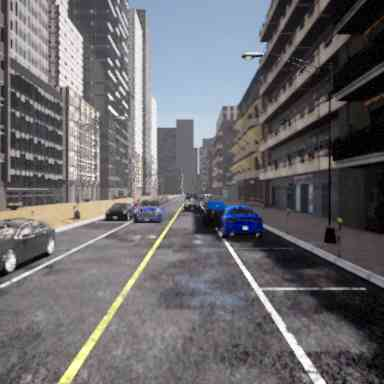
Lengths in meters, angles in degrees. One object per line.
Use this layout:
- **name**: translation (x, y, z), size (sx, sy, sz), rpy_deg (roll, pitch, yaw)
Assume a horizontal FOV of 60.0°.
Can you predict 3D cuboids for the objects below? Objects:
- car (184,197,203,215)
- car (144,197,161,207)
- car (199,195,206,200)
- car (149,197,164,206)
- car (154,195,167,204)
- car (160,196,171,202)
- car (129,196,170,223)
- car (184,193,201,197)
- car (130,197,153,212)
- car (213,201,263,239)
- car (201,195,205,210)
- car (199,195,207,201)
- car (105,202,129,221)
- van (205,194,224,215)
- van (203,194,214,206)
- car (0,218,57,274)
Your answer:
- **car**: translation (0.032, 1.538, 38.373), size (1.895, 1.301, 4.718), rpy_deg (0, 0, 1)
- **car**: translation (-5.700, 1.478, 48.962), size (2.008, 1.369, 4.403), rpy_deg (0, 0, 0)
- **car**: translation (2.675, 1.430, 87.793), size (1.752, 1.417, 4.829), rpy_deg (0, 0, 0)
- **car**: translation (-5.701, 1.473, 54.486), size (2.008, 1.369, 4.403), rpy_deg (0, 0, 0)
- **car**: translation (-5.702, 1.358, 60.009), size (1.967, 1.590, 4.097), rpy_deg (0, 0, 0)
- **car**: translation (-5.703, 1.476, 71.055), size (1.947, 1.339, 4.313), rpy_deg (0, 0, 0)
- **car**: translation (-3.100, 1.307, 25.194), size (2.097, 1.767, 4.553), rpy_deg (0, 0, 0)
- **car**: translation (-0.002, 1.149, 49.573), size (2.150, 2.045, 5.566), rpy_deg (0, 0, 0)
- **car**: translation (-5.699, 1.378, 37.918), size (1.967, 1.590, 4.097), rpy_deg (0, 0, 0)
- **car**: translation (2.359, 1.446, 17.203), size (1.882, 1.535, 5.008), rpy_deg (0, 0, 0)
- **car**: translation (2.681, 1.472, 48.964), size (1.887, 1.381, 4.507), rpy_deg (0, 0, 0)
- **car**: translation (2.676, 1.472, 82.102), size (1.947, 1.339, 4.313), rpy_deg (0, 0, 0)
- **car**: translation (-5.697, 1.518, 26.872), size (1.947, 1.339, 4.313), rpy_deg (0, 0, 0)
- **van**: translation (2.682, 1.279, 37.918), size (1.690, 1.788, 3.998), rpy_deg (0, 0, 0)
- **van**: translation (2.680, 1.264, 54.486), size (1.690, 1.788, 3.998), rpy_deg (0, 0, 0)
- **car**: translation (-5.694, 1.531, 10.304), size (2.008, 1.369, 4.403), rpy_deg (0, 0, 0)
